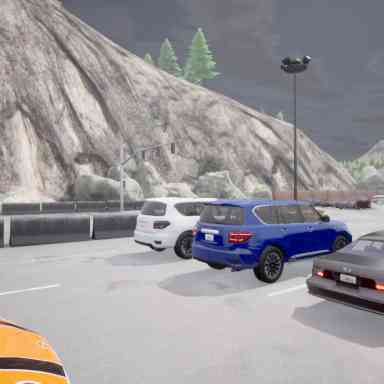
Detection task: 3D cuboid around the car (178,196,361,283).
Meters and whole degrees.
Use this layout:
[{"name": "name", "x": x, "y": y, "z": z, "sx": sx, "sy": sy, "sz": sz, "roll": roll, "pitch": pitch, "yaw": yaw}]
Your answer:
[{"name": "car", "x": 2.550, "y": 1.221, "z": 9.920, "sx": 5.566, "sy": 2.045, "sz": 2.150, "roll": 0, "pitch": 0, "yaw": -38}]

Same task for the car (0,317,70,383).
[{"name": "car", "x": -2.939, "y": 1.350, "z": 1.644, "sx": 4.553, "sy": 1.767, "sz": 2.097, "roll": 0, "pitch": 0, "yaw": -36}]

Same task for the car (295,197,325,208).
[{"name": "car", "x": 16.431, "y": 1.460, "z": 46.249, "sx": 4.181, "sy": 1.385, "sz": 1.994, "roll": 0, "pitch": 0, "yaw": -36}]

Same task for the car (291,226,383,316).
[{"name": "car", "x": 4.740, "y": 1.547, "z": 7.213, "sx": 5.357, "sy": 1.411, "sz": 2.033, "roll": 0, "pitch": 0, "yaw": -36}]

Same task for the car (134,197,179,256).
[{"name": "car", "x": 0.525, "y": 1.221, "z": 12.797, "sx": 5.566, "sy": 2.045, "sz": 2.150, "roll": 0, "pitch": 0, "yaw": -36}]

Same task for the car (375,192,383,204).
[{"name": "car", "x": 34.319, "y": 1.020, "z": 59.184, "sx": 5.566, "sy": 2.045, "sz": 2.150, "roll": 0, "pitch": 0, "yaw": -36}]

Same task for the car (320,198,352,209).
[{"name": "car", "x": 18.901, "y": 1.458, "z": 43.718, "sx": 4.181, "sy": 1.385, "sz": 1.994, "roll": 0, "pitch": 0, "yaw": -36}]

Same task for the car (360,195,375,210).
[{"name": "car", "x": 19.434, "y": 1.255, "z": 39.776, "sx": 4.553, "sy": 1.767, "sz": 2.097, "roll": 0, "pitch": 0, "yaw": -36}]
